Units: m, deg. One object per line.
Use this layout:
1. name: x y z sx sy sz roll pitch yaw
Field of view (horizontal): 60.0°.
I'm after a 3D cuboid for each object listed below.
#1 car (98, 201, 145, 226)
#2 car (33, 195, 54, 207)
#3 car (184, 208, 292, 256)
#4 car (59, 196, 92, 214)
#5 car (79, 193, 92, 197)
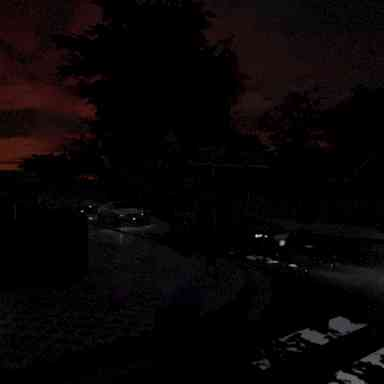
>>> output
1. car: -4.835 1.347 22.121 1.812 1.442 4.674 -1 1 -34
2. car: -19.357 1.179 43.323 1.812 1.442 4.674 -1 1 -32
3. car: 1.565 1.398 12.937 2.128 1.511 4.902 -1 1 -35
4. car: -10.785 1.355 30.691 1.895 1.301 4.718 -1 1 -35
5. car: -28.316 0.936 88.290 2.097 1.767 4.553 -1 0 5
